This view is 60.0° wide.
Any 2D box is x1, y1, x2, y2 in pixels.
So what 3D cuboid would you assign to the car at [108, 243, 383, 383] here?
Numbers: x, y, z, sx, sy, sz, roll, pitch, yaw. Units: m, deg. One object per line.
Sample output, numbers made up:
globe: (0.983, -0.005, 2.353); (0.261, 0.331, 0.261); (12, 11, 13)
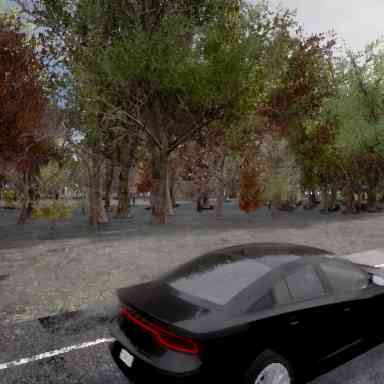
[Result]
car: (1.361, 1.479, 4.729); (5.008, 1.535, 1.882); (0, 0, -36)
